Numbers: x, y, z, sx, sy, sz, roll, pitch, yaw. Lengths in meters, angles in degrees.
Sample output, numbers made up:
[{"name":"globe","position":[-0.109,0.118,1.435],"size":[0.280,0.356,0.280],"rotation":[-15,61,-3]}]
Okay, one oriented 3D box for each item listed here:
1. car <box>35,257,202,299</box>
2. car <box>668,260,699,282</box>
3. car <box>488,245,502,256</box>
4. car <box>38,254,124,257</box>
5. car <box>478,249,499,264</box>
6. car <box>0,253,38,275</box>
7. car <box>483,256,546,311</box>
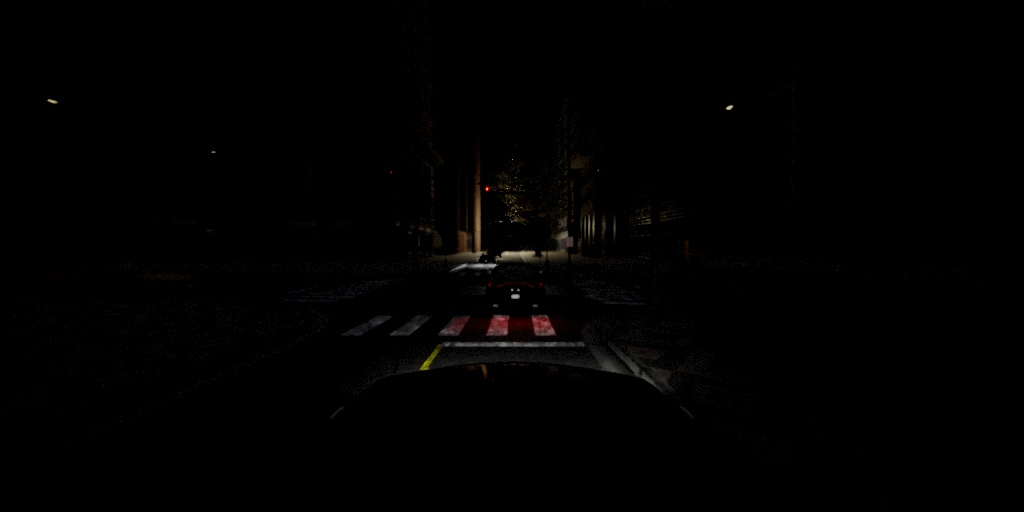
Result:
[{"name":"car","position":[-14.898,0.844,13.937],"size":[4.829,1.417,1.751],"rotation":[0,0,1]},{"name":"car","position":[11.995,0.875,22.213],"size":[4.403,1.370,2.007],"rotation":[0,0,1]},{"name":"car","position":[-2.840,-0.749,60.362],"size":[2.150,2.045,5.566],"rotation":[0,2,1]},{"name":"car","position":[-26.238,0.550,22.564],"size":[4.313,1.339,1.948],"rotation":[0,0,1]},{"name":"car","position":[-2.949,0.202,42.913],"size":[1.895,1.301,4.718],"rotation":[0,2,0]},{"name":"car","position":[-31.855,0.458,22.615],"size":[4.507,1.381,1.888],"rotation":[0,0,1]},{"name":"car","position":[0.119,0.947,12.927],"size":[1.882,1.535,5.008],"rotation":[0,2,0]}]
